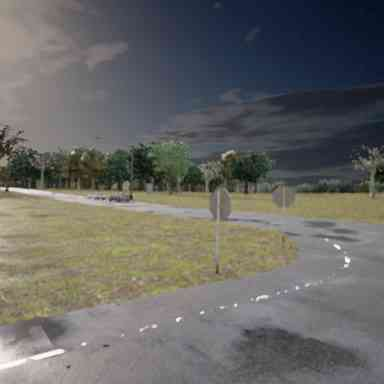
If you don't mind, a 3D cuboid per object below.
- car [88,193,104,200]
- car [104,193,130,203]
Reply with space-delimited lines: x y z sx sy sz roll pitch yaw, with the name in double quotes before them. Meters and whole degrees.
"car" -17.139 0.759 59.803 1.895 1.301 4.718 2 0 -35
"car" -11.340 0.844 51.617 2.128 1.511 4.902 2 0 -35
